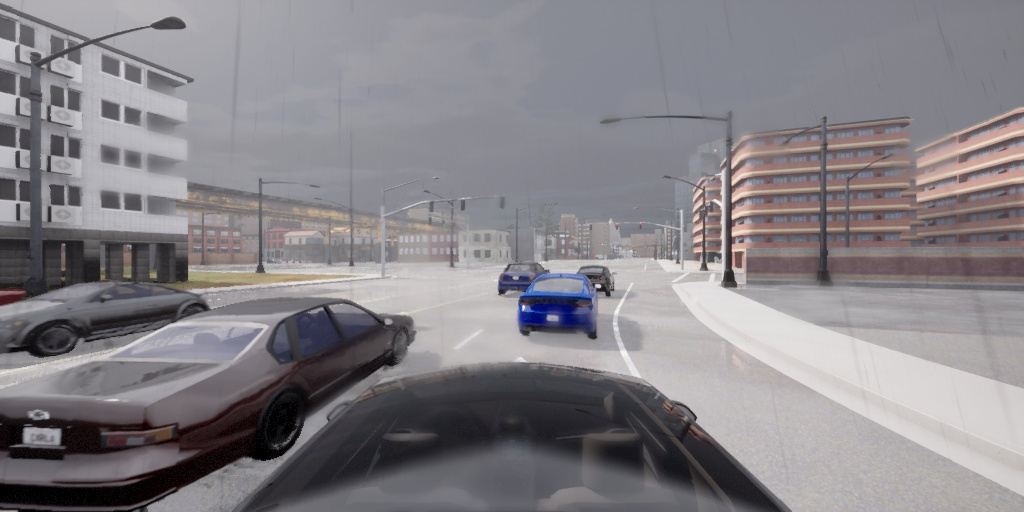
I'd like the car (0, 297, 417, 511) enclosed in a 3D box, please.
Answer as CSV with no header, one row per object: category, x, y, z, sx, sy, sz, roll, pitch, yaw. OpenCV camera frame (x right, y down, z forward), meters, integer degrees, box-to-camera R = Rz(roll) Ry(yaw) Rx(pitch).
car,-3.056,1.298,4.986,2.033,1.411,5.357,0,0,5

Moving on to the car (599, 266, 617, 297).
car,4.447,1.255,19.236,1.837,1.490,4.892,0,0,19

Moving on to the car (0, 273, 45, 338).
car,-13.537,1.227,7.055,1.882,1.535,5.008,0,0,8

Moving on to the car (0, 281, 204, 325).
car,-9.802,1.314,8.523,1.994,1.385,4.181,0,0,10

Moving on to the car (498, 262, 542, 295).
car,0.898,1.102,19.588,2.097,1.767,4.553,0,0,19

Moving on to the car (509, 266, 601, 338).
car,1.501,1.228,10.319,1.882,1.535,5.008,0,0,14
